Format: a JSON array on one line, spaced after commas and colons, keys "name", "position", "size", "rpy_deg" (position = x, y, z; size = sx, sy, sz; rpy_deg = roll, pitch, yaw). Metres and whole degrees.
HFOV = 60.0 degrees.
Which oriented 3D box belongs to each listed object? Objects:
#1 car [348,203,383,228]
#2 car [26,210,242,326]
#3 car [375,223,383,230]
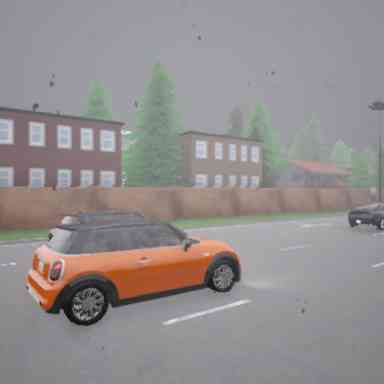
[{"name": "car", "position": [11.703, 1.469, 20.896], "size": [4.892, 1.490, 1.837], "rpy_deg": [0, 0, -36]}, {"name": "car", "position": [-1.032, 1.361, 7.331], "size": [4.553, 1.767, 2.097], "rpy_deg": [0, 0, -36]}, {"name": "car", "position": [6.923, 1.541, 8.777], "size": [4.181, 1.385, 1.994], "rpy_deg": [0, 0, -36]}]
